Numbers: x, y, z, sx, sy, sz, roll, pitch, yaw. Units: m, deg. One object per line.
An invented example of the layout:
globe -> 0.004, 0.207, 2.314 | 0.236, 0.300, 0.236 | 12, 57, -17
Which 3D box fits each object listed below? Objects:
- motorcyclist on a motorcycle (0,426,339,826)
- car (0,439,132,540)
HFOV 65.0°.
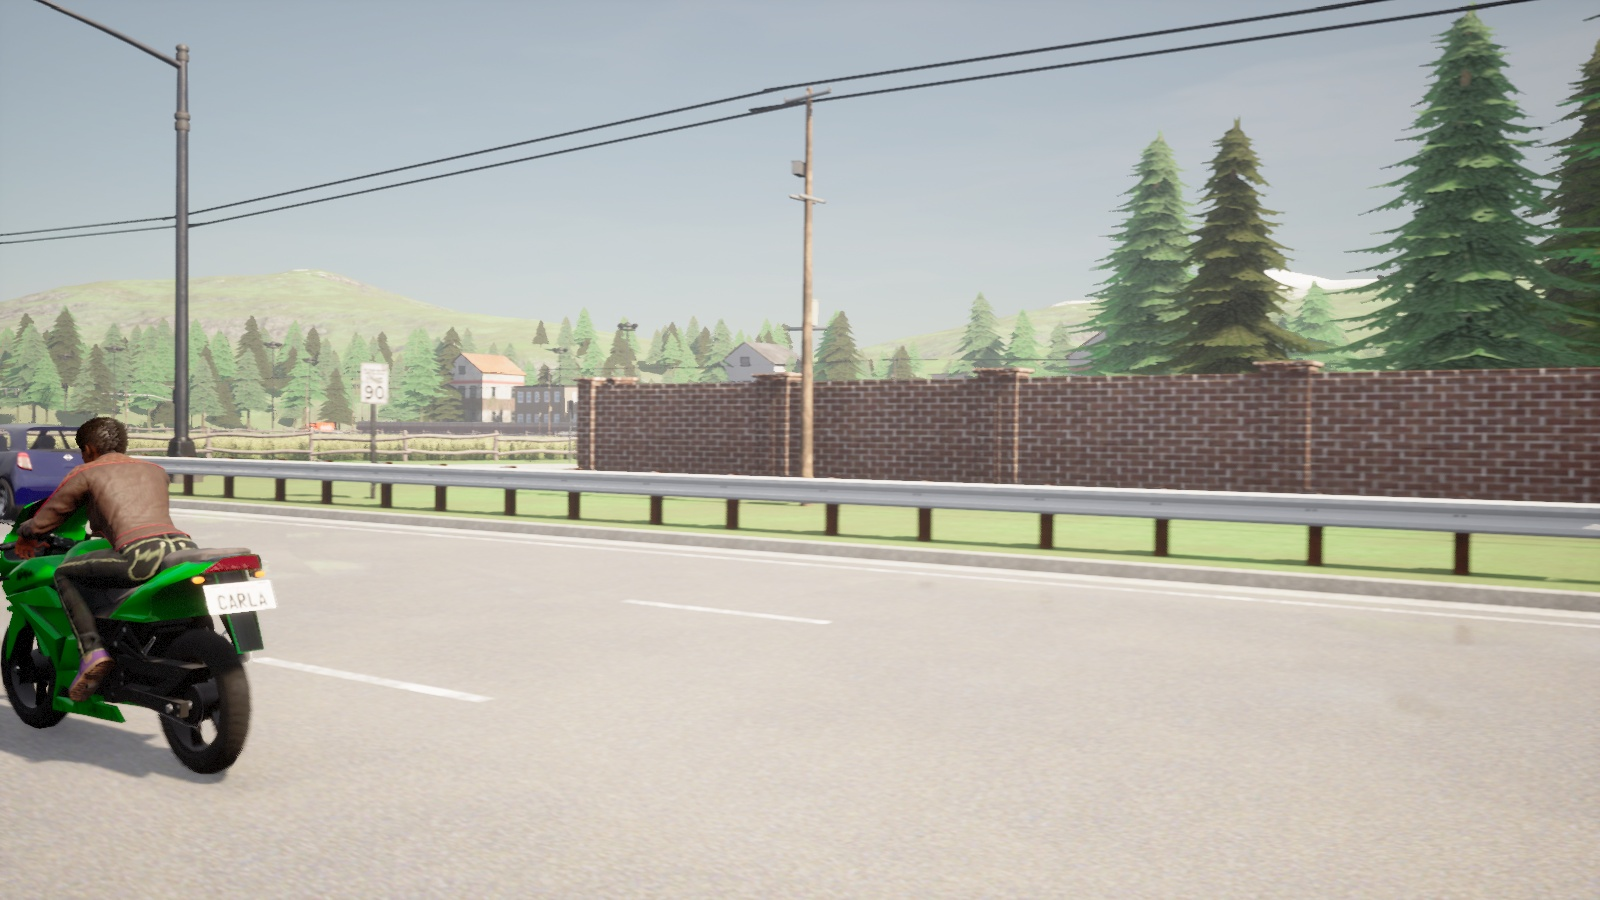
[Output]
motorcyclist on a motorcycle -> -3.075, 0.664, 5.666 | 2.044, 1.523, 0.797 | 0, 1, 34
car -> -12.846, 0.582, 20.560 | 3.633, 1.501, 1.845 | 0, 1, 34
